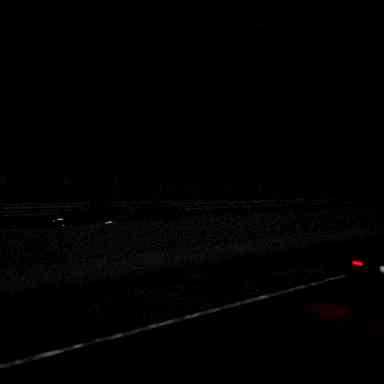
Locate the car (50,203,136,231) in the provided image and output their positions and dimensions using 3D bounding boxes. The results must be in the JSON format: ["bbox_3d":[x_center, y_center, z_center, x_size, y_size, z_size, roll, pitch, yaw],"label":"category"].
[{"bbox_3d":[-6.166,1.490,21.039,4.892,1.490,1.837,0,0,-35],"label":"car"}]

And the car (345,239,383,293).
[{"bbox_3d":[5.786,1.537,7.812,5.357,1.411,2.033,0,0,-35],"label":"car"}]

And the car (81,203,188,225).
[{"bbox_3d":[-2.353,1.340,15.161,4.553,1.767,2.097,0,0,-35],"label":"car"}]

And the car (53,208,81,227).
[{"bbox_3d":[-4.500,1.534,17.940,5.357,1.411,2.033,0,0,-35],"label":"car"}]
